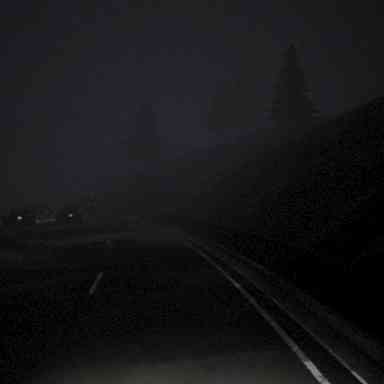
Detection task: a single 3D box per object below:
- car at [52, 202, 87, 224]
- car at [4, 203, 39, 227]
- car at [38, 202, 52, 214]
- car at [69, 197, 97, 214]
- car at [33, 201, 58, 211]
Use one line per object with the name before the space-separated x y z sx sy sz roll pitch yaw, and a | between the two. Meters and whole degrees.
car | -10.449 1.847 28.119 1.994 1.385 4.181 0 -1 -25
car | -12.921 1.826 25.197 1.994 1.385 4.181 0 -1 -24
car | -18.682 2.023 41.256 1.895 1.301 4.718 0 -1 -39
car | -13.193 1.618 39.723 2.150 2.045 5.566 0 0 -36
car | -22.243 2.115 50.398 1.895 1.301 4.718 0 -1 -45
